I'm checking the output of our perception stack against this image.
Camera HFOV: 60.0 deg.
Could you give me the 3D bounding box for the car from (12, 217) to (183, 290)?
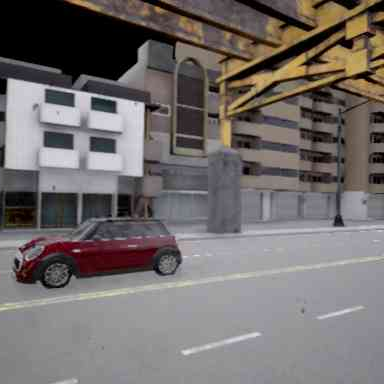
[{"bbox_3d":[-2.600,1.530,9.648,4.553,1.767,2.097,2,-2,-32],"label":"car"}]
